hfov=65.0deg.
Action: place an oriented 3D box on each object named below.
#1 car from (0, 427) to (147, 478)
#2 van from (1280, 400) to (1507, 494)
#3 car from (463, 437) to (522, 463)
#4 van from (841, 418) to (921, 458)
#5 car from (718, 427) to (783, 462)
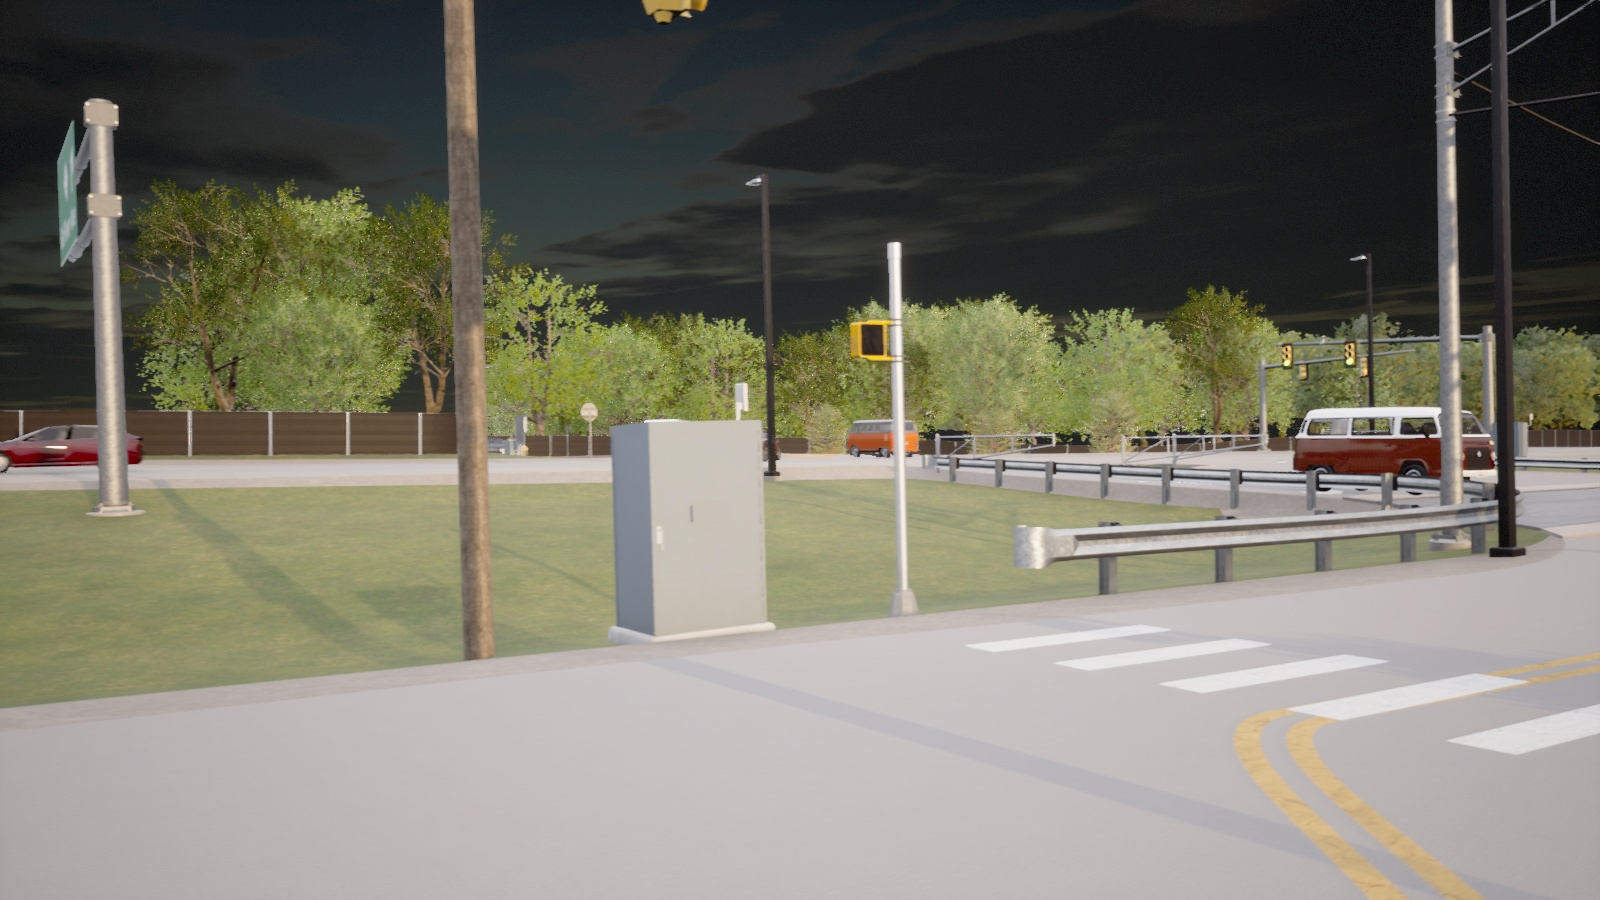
[{"bbox_3d":[-22.909,0.060,38.612,4.792,1.488,2.163,-1,0,-33],"label":"car"},{"bbox_3d":[13.941,-0.067,29.761,2.069,2.038,4.480,-1,0,-30],"label":"van"},{"bbox_3d":[-19.823,0.009,80.763,2.128,1.511,4.902,-2,0,-34],"label":"car"},{"bbox_3d":[4.144,-0.598,64.979,1.775,1.987,4.442,0,0,-34],"label":"van"},{"bbox_3d":[-2.087,-0.238,54.324,1.812,1.442,4.674,0,0,11],"label":"car"}]
